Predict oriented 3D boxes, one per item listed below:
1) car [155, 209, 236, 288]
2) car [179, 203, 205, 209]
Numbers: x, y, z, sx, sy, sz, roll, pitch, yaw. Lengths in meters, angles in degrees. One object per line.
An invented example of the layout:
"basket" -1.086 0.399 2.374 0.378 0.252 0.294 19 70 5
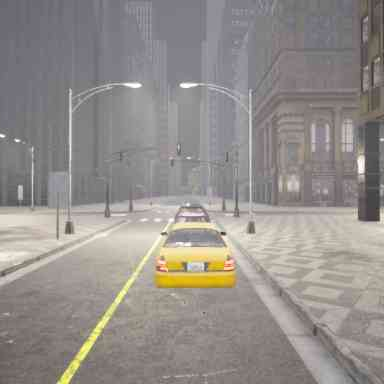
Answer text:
"car" 0.050 1.463 9.192 1.801 1.575 5.366 0 0 -1
"car" -0.009 1.455 19.334 2.033 1.649 4.856 0 0 -1
